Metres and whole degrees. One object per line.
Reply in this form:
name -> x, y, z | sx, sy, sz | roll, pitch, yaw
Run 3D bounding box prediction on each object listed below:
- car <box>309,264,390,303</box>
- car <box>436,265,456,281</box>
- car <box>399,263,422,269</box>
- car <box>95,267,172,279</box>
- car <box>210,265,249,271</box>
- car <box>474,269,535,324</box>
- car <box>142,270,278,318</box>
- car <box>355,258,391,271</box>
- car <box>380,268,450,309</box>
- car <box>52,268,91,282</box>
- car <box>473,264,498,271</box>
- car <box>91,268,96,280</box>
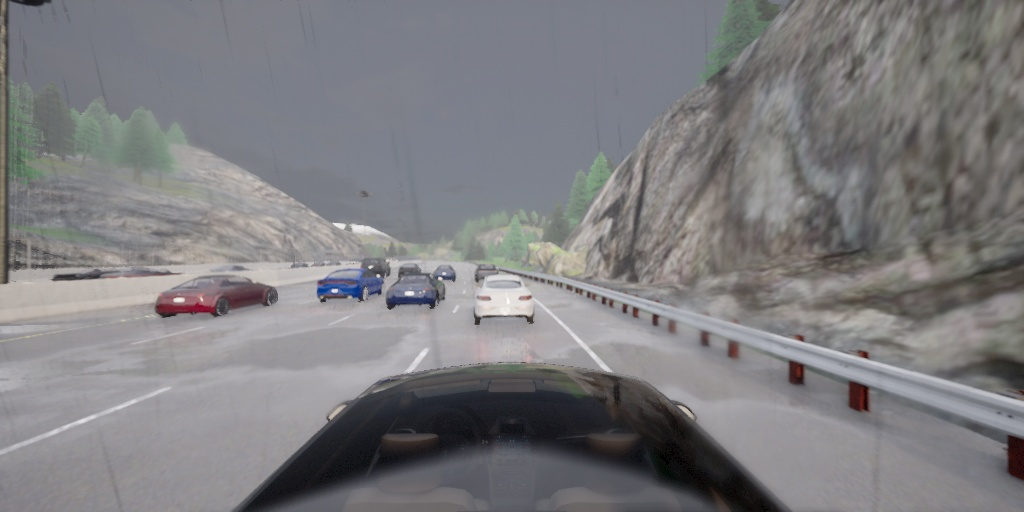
car -> -7.733, 1.343, 17.668 | 1.882, 1.535, 5.008 | 0, 0, -5
car -> -6.166, 1.518, 32.989 | 1.994, 1.385, 4.181 | 0, 0, -9
car -> -10.189, 1.461, 36.070 | 1.882, 1.535, 5.008 | 0, 0, -9
car -> -26.473, 1.564, 25.894 | 1.895, 1.301, 4.718 | 0, 0, -8
car -> -23.512, 1.504, 29.693 | 1.812, 1.442, 4.674 | 0, 0, -9
car -> -0.322, 1.340, 12.208 | 1.812, 1.442, 4.674 | 0, 0, -3
car -> -10.928, 1.414, 13.641 | 1.994, 1.385, 4.181 | 0, 0, -4
car -> -13.786, 1.216, 36.433 | 2.150, 2.045, 5.566 | 0, 0, -9
car -> -4.068, 1.409, 15.697 | 1.994, 1.385, 4.181 | 0, 0, -4
car -> -34.073, 1.603, 29.291 | 1.895, 1.301, 4.718 | 0, 0, -9
car -> -2.169, 1.418, 29.972 | 2.128, 1.511, 4.902 | 0, 0, -8
car -> -30.478, 1.555, 28.923 | 1.994, 1.385, 4.181 | 0, 0, -9
